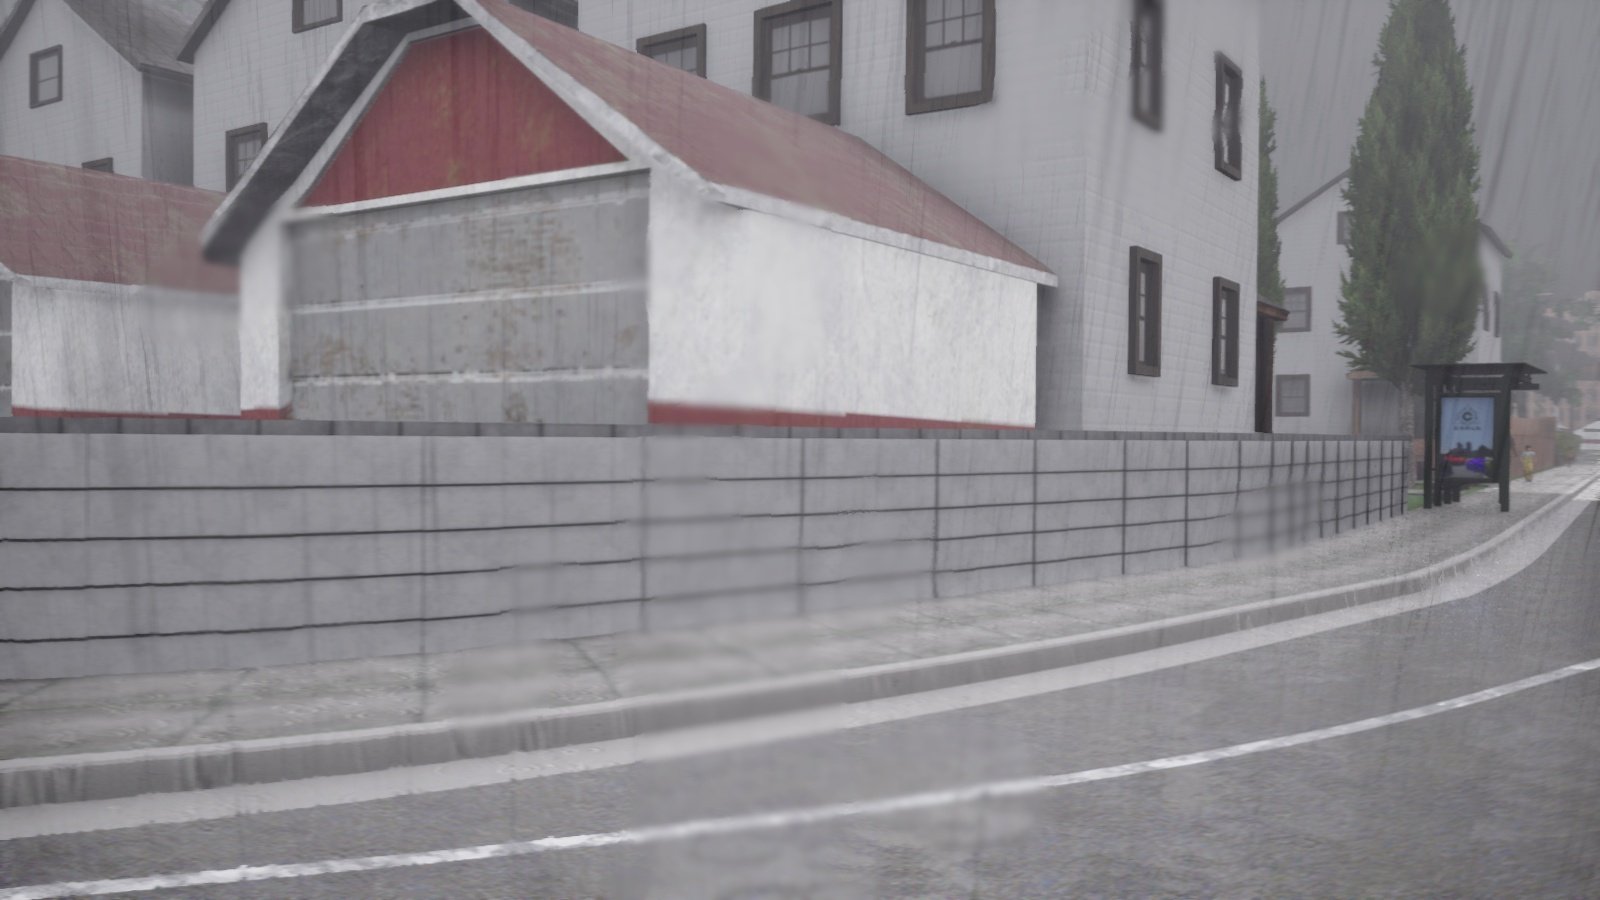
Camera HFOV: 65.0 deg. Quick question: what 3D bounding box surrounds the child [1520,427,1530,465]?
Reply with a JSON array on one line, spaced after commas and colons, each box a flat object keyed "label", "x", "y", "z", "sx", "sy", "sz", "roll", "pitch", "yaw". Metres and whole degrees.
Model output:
[{"label": "child", "x": 23.763, "y": -0.134, "z": 41.171, "sx": 0.270, "sy": 1.263, "sz": 0.437, "roll": 0, "pitch": 1, "yaw": 32}]
